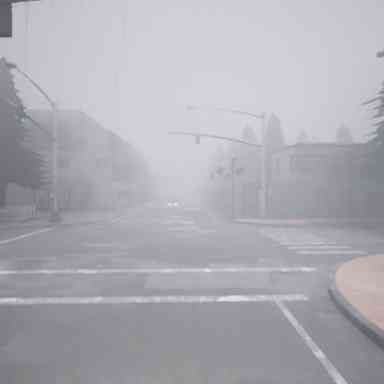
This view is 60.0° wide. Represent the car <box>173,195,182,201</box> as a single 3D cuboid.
[{"bbox_3d":[-3.460,1.321,80.465,1.994,1.385,4.181,0,0,0],"label":"car"}]

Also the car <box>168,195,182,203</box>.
[{"bbox_3d":[-3.524,1.310,63.547,2.128,1.511,4.902,0,0,0],"label":"car"}]
